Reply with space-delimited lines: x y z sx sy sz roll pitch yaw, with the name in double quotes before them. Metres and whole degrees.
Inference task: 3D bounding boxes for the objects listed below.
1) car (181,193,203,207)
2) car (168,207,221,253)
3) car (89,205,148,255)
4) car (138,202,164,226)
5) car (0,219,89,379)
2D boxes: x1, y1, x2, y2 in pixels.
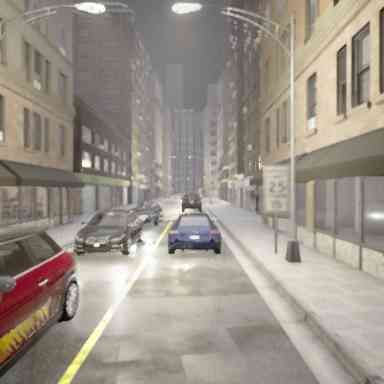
"car" -0.023 1.151 36.164 2.150 2.045 5.566 0 0 0
"car" 0.090 1.537 13.509 1.994 1.385 4.181 0 0 0
"car" -3.102 1.479 13.256 1.837 1.490 4.892 0 0 0
"car" -3.069 1.446 23.235 2.128 1.511 4.902 0 0 0
"car" -3.091 1.344 4.158 2.097 1.767 4.553 0 0 0
